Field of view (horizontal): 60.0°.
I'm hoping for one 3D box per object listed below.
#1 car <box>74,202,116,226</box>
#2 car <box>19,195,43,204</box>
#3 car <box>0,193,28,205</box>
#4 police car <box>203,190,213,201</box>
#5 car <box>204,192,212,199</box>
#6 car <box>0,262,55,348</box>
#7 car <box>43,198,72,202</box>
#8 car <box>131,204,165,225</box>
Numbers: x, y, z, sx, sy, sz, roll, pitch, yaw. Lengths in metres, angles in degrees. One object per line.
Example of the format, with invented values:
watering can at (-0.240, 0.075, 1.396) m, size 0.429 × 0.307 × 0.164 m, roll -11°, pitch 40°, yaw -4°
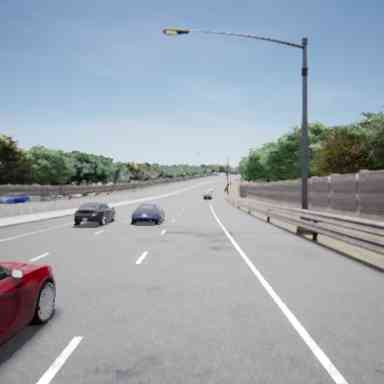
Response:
car at (-6.650, 1.477, 23.227) m, size 1.837 × 1.490 × 4.892 m, roll 0°, pitch 0°, yaw 1°
car at (-20.248, 1.426, 43.700) m, size 1.812 × 1.442 × 4.674 m, roll 0°, pitch 0°, yaw 2°
car at (-23.729, 1.114, 44.188) m, size 2.150 × 2.045 × 5.566 m, roll 0°, pitch 0°, yaw 2°
police car at (3.491, 1.082, 75.124) m, size 1.930 × 1.638 × 5.238 m, roll 0°, pitch 1°, yaw 4°
car at (4.176, 0.968, 85.064) m, size 1.801 × 1.575 × 5.366 m, roll 0°, pitch 1°, yaw 4°
car at (-3.381, 1.465, 3.999) m, size 1.882 × 1.535 × 5.008 m, roll 0°, pitch 0°, yaw 0°
car at (-16.770, 1.456, 43.300) m, size 2.033 × 1.411 × 5.357 m, roll 0°, pitch 0°, yaw 2°
car at (-3.128, 1.541, 24.205) m, size 1.994 × 1.385 × 4.181 m, roll 0°, pitch 0°, yaw 1°
